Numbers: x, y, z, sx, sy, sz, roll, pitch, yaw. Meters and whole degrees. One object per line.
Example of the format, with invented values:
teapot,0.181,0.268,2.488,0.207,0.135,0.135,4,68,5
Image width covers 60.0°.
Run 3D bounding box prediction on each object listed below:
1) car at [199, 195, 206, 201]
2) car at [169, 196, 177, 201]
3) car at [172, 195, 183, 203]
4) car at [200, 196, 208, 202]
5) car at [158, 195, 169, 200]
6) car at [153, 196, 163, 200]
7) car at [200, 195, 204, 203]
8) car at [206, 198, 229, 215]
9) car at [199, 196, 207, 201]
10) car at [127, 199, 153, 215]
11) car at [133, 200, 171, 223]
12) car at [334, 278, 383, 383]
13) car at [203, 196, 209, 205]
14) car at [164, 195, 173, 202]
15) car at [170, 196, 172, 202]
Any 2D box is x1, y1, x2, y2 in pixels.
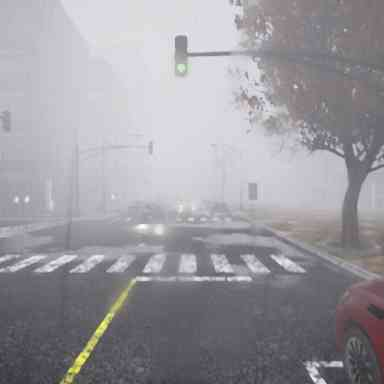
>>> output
car,2.939,1.595,95.158,1.967,1.590,4.097,0,0,0
car,-5.441,1.706,95.180,2.008,1.369,4.403,0,0,0
car,-2.822,1.450,67.836,1.837,1.490,4.892,0,0,0
car,2.911,1.672,84.094,1.887,1.381,4.507,0,0,0
car,-5.542,1.510,56.453,1.967,1.590,4.097,0,0,0
car,-5.571,1.601,45.388,2.008,1.369,4.403,0,0,0
car,2.853,1.663,61.962,1.802,1.307,4.206,0,0,0
car,2.781,1.578,34.300,1.887,1.381,4.507,0,0,0
car,2.925,1.692,89.626,2.008,1.369,4.403,0,0,0
car,-5.599,1.584,34.322,2.008,1.369,4.403,0,0,0
car,-2.934,1.589,25.362,1.994,1.385,4.181,0,0,0
car,2.697,1.316,1.912,2.192,1.841,5.009,0,0,0
car,2.810,1.576,45.535,1.752,1.417,4.829,0,0,0
car,-5.484,1.554,78.584,1.967,1.590,4.097,0,0,0
car,-5.513,1.673,67.517,1.802,1.307,4.206,0,0,0
